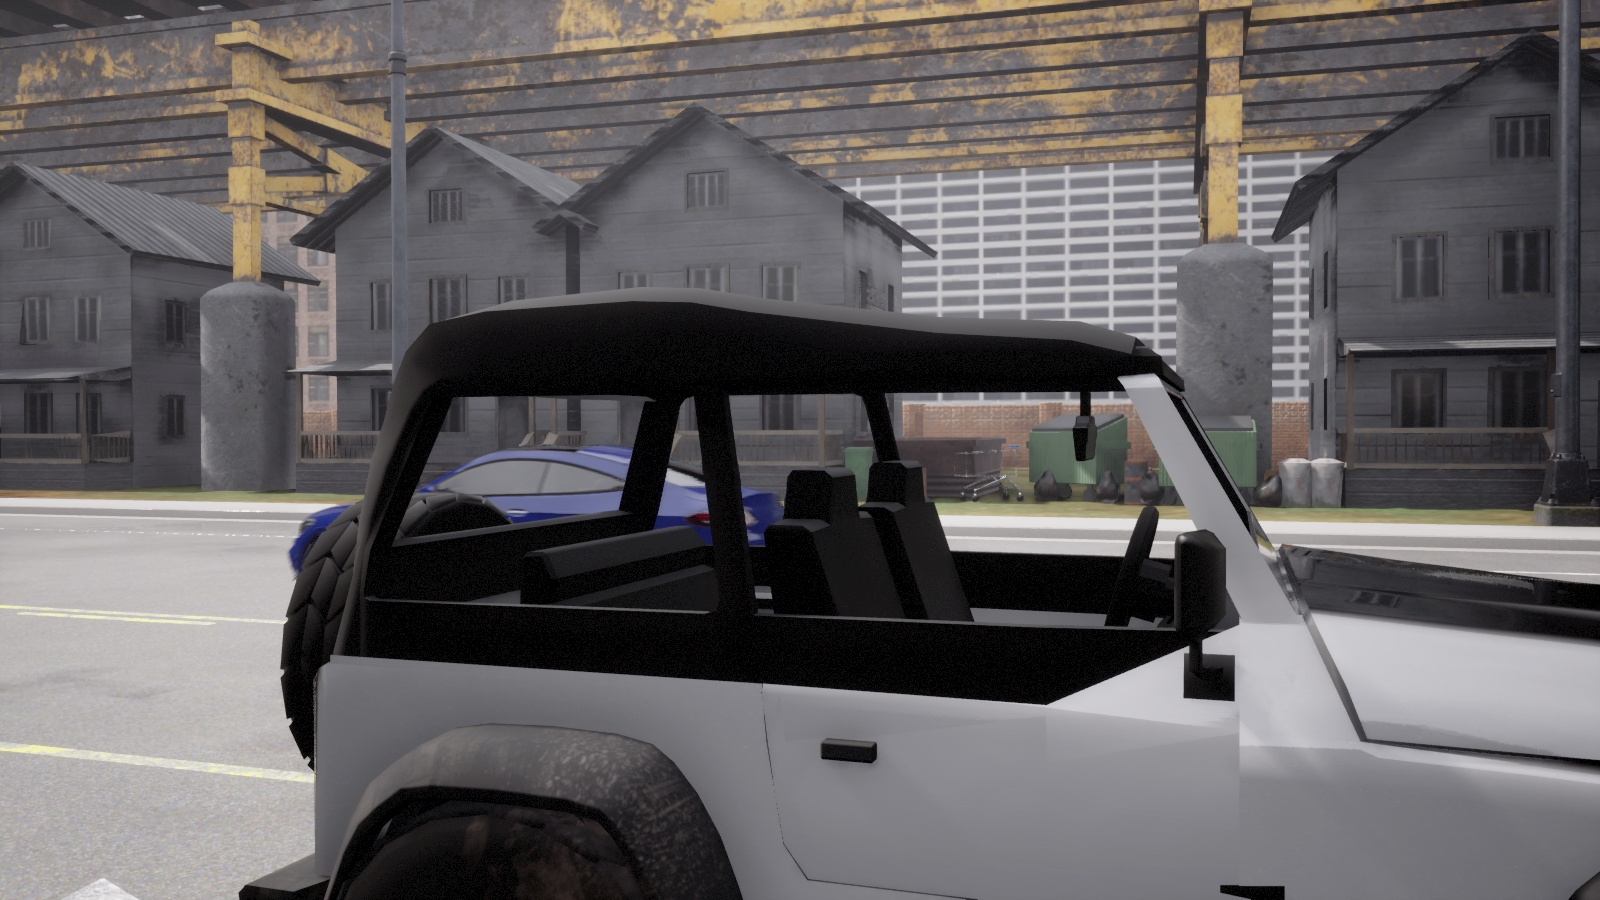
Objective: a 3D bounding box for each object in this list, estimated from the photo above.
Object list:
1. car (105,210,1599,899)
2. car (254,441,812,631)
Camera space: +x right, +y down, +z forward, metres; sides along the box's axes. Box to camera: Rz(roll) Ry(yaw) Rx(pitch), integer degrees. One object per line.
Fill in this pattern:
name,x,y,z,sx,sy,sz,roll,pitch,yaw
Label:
car,0.641,0.577,2.981,3.866,1.878,1.905,1,1,19
car,-2.393,0.661,11.385,4.674,1.442,1.812,1,1,19
